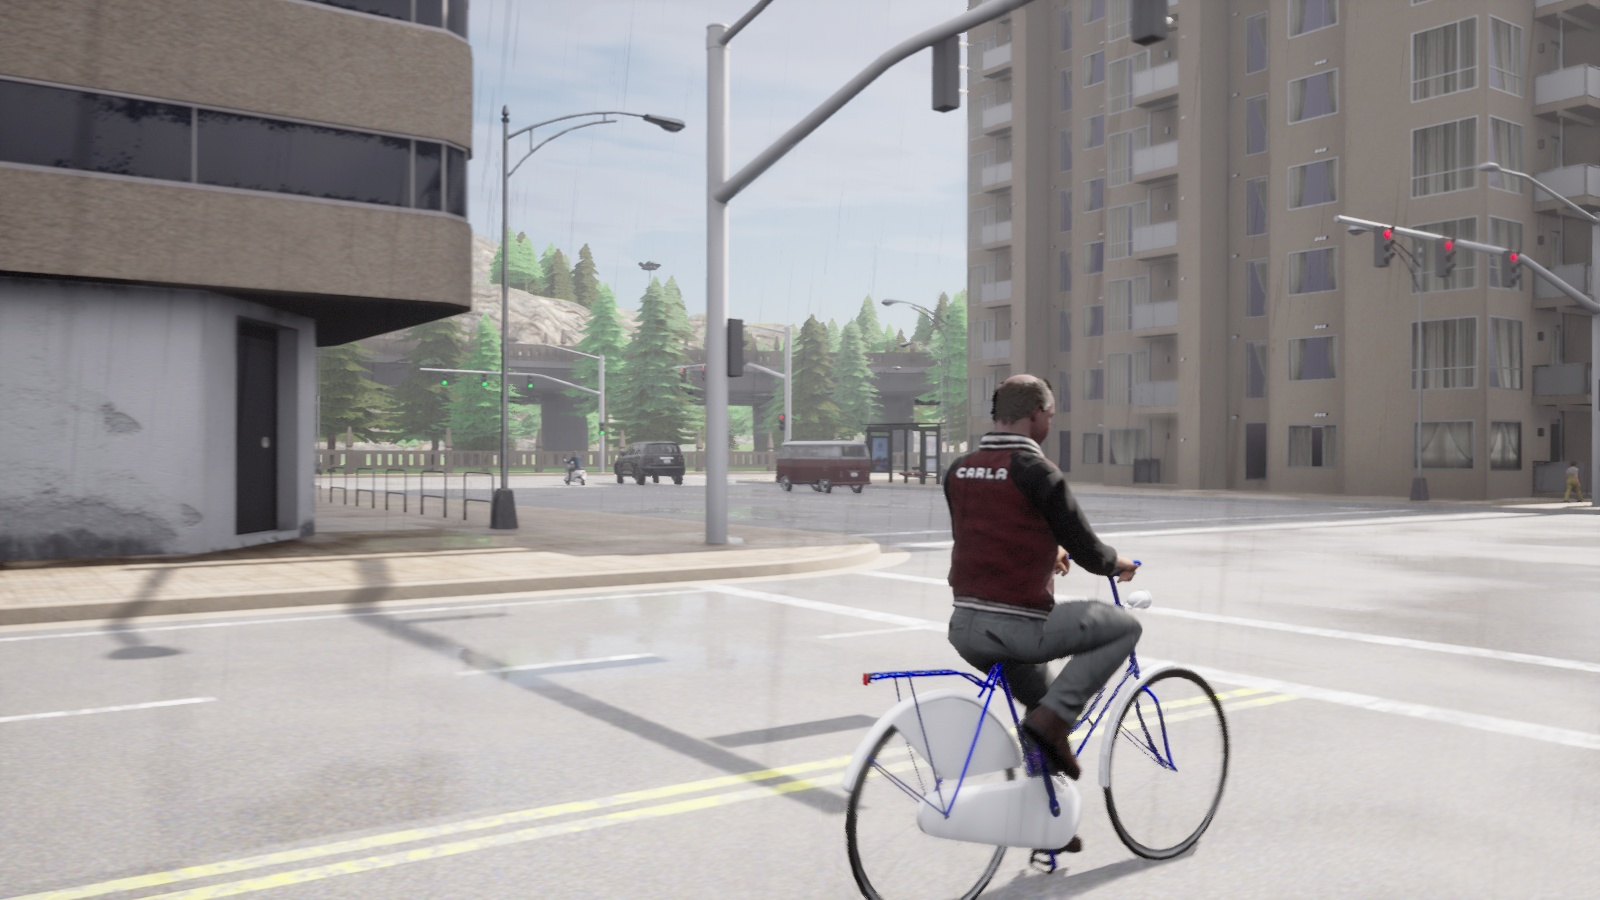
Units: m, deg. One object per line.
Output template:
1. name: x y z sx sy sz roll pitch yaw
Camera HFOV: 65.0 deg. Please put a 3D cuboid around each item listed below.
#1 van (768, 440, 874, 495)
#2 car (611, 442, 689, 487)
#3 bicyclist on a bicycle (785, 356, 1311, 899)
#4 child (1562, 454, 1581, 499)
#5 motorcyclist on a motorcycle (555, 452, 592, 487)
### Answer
1. van: 0.752 0.637 47.914 1.775 1.987 4.442 0 0 -35
2. car: -7.236 0.644 60.081 2.150 2.045 5.566 0 0 -24
3. bicyclist on a bicycle: 0.899 0.627 4.285 1.843 1.776 0.659 0 0 -35
4. child: 22.016 0.756 35.834 0.437 1.263 0.270 0 0 -25
5. motorcyclist on a motorcycle: -10.281 0.877 57.063 0.866 1.590 1.817 0 0 -40
